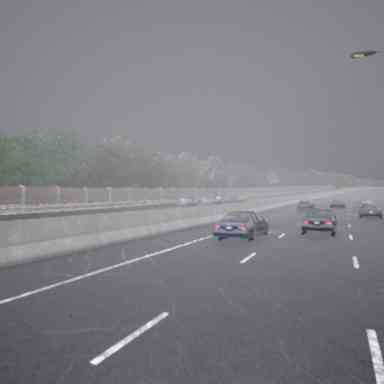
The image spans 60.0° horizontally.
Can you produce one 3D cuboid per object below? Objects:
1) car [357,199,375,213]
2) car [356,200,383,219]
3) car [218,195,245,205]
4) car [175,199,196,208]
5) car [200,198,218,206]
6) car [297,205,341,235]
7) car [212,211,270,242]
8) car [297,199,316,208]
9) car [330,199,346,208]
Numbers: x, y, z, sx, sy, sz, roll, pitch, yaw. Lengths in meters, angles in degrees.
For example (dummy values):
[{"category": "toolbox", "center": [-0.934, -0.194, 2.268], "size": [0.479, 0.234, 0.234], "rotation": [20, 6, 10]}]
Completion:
[{"category": "car", "center": [21.528, 1.687, 41.314], "size": [1.812, 1.442, 4.674], "rotation": [0, 0, 26]}, {"category": "car", "center": [17.246, 1.789, 32.263], "size": [1.994, 1.385, 4.181], "rotation": [0, 0, 25]}, {"category": "car", "center": [6.312, 1.461, 50.322], "size": [2.150, 2.045, 5.566], "rotation": [0, 0, 26]}, {"category": "car", "center": [-0.908, 1.822, 51.466], "size": [1.812, 1.442, 4.674], "rotation": [0, 0, 26]}, {"category": "car", "center": [2.852, 1.743, 51.200], "size": [1.882, 1.535, 5.008], "rotation": [0, 0, 26]}, {"category": "car", "center": [7.842, 1.758, 20.364], "size": [2.033, 1.411, 5.357], "rotation": [0, -1, 25]}, {"category": "car", "center": [2.763, 1.735, 17.680], "size": [2.033, 1.411, 5.357], "rotation": [0, -1, 25]}, {"category": "car", "center": [15.218, 1.692, 44.188], "size": [2.128, 1.511, 4.902], "rotation": [0, 0, 26]}, {"category": "car", "center": [21.967, 1.665, 50.014], "size": [1.994, 1.385, 4.181], "rotation": [0, 0, 26]}]
